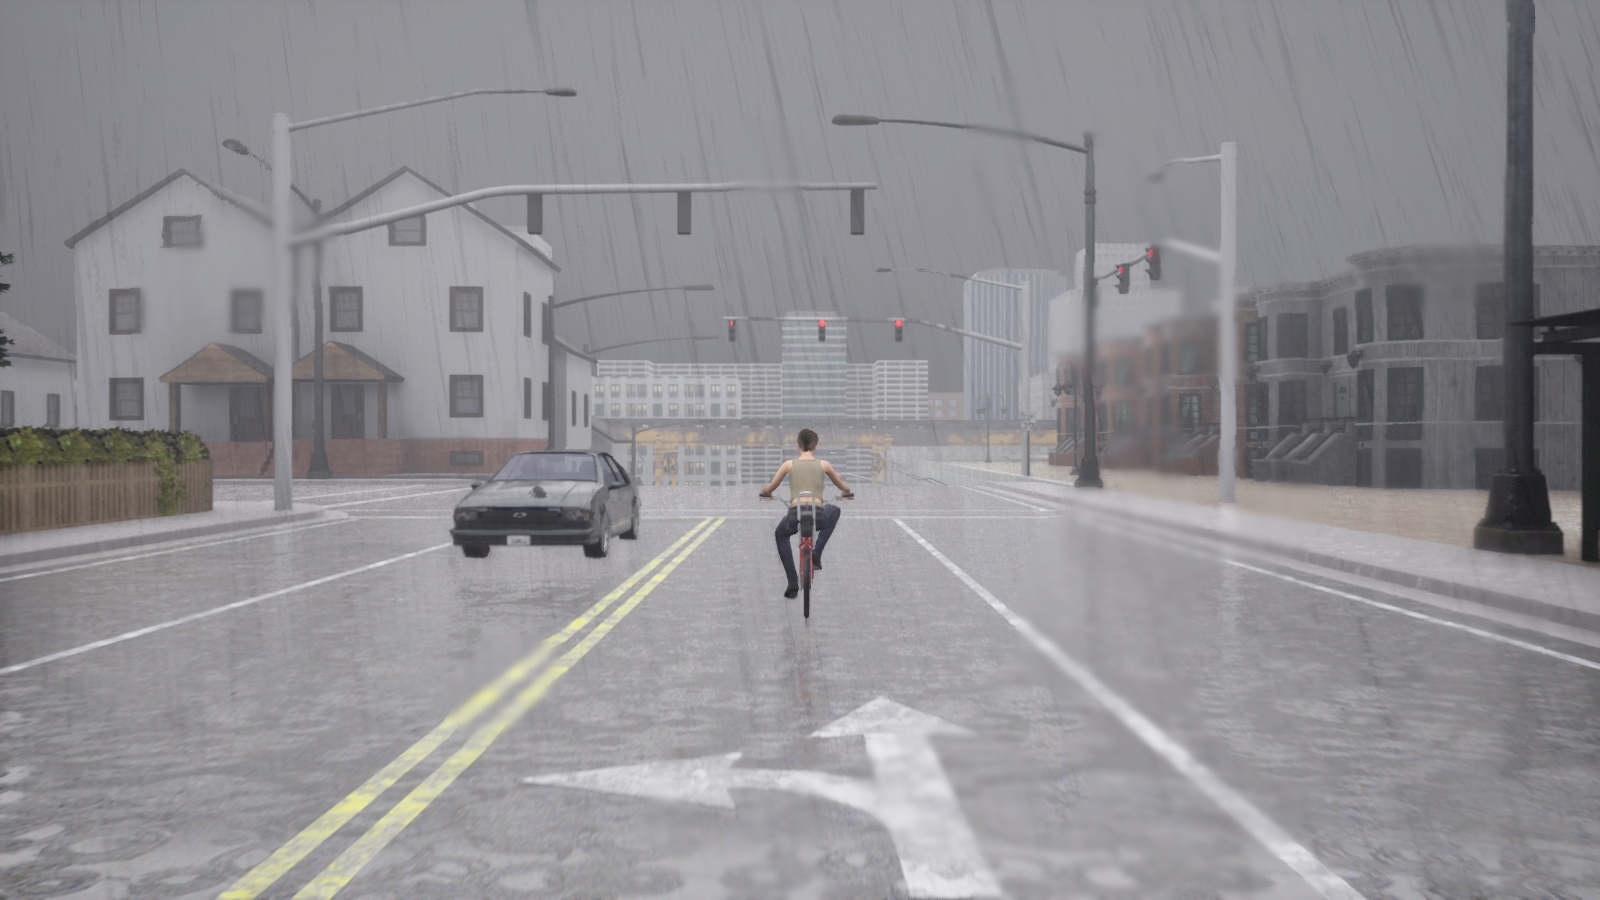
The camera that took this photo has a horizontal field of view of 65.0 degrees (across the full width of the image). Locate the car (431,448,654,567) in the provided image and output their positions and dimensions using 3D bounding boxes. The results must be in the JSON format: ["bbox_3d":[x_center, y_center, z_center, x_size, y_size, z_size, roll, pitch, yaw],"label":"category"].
[{"bbox_3d":[-3.412,0.690,17.773,2.033,1.411,5.357,0,0,0],"label":"car"}]

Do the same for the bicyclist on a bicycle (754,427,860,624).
[{"bbox_3d":[0.060,0.620,11.047,0.866,1.612,1.509,0,0,0],"label":"bicyclist on a bicycle"}]
